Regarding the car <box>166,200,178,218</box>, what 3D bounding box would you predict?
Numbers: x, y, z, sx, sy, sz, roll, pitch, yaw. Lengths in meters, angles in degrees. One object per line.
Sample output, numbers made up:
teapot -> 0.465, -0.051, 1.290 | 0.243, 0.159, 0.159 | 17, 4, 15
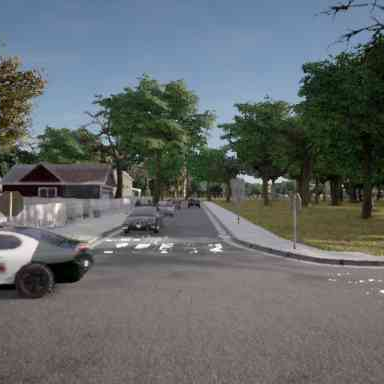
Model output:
car -> -2.654, 1.673, 31.500 | 1.895, 1.301, 4.718 | 0, 0, 0

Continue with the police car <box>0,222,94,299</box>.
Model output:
police car -> -4.982, 1.536, 7.839 | 4.974, 1.542, 2.038 | 1, -1, -7

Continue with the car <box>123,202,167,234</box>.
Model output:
car -> -2.736, 1.535, 19.622 | 1.837, 1.490, 4.892 | 0, 0, 1

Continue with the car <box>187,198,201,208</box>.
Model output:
car -> 0.315, 1.674, 51.335 | 1.837, 1.490, 4.892 | 0, 0, 0

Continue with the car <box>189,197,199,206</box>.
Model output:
car -> 0.382, 1.749, 61.757 | 1.812, 1.442, 4.674 | 0, 0, 0

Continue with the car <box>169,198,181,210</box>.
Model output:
car -> -2.544, 1.635, 46.167 | 2.128, 1.511, 4.902 | 0, 0, 1
